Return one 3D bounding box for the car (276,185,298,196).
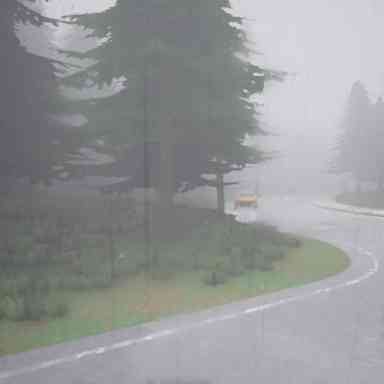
[{"bbox_3d":[14.466,-0.219,50.372,1.882,1.535,5.008,0,2,38],"label":"car"}]

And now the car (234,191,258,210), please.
[{"bbox_3d":[4.779,0.657,29.520,1.882,1.535,5.008,-1,2,10],"label":"car"}]
